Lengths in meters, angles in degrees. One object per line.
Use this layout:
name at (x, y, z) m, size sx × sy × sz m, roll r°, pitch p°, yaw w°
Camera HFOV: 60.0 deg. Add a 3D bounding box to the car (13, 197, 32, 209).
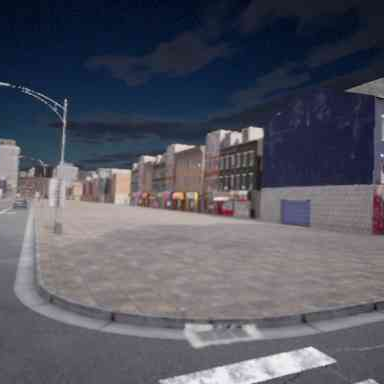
car at (-25.207, 1.674, 48.899) m, size 2.128 × 1.511 × 4.902 m, roll 3°, pitch -2°, yaw -25°
